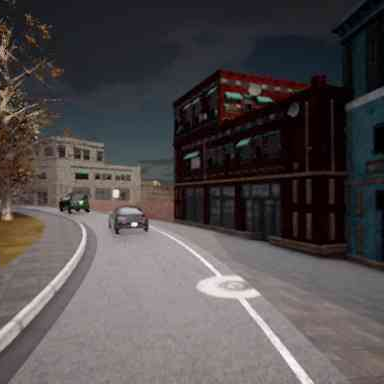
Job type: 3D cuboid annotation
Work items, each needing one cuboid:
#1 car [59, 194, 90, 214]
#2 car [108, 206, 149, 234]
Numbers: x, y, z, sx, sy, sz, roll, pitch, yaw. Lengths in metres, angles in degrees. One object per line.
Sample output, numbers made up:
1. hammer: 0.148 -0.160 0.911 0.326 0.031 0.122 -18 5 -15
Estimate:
1. car: -12.819 1.234 36.133 2.150 2.045 5.566 0 0 -34
2. car: -3.734 1.509 19.301 1.812 1.442 4.674 0 0 -20
